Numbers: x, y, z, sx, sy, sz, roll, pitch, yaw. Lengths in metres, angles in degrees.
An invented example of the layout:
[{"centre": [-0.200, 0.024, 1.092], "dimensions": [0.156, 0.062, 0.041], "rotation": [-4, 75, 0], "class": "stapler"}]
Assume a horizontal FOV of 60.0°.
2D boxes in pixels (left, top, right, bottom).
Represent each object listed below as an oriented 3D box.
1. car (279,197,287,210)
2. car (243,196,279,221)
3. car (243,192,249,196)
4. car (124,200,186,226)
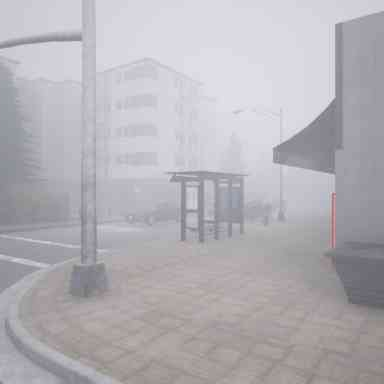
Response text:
[{"centre": [9.456, 1.301, 38.604], "dimensions": [1.882, 1.535, 5.008], "rotation": [0, 0, 36], "class": "car"}, {"centre": [4.682, 1.328, 25.676], "dimensions": [1.837, 1.490, 4.892], "rotation": [0, 0, 36], "class": "car"}, {"centre": [3.515, 1.045, 30.387], "dimensions": [2.150, 2.045, 5.566], "rotation": [0, 0, 36], "class": "car"}, {"centre": [-2.368, 1.328, 22.203], "dimensions": [1.837, 1.490, 4.892], "rotation": [0, 0, 36], "class": "car"}]
